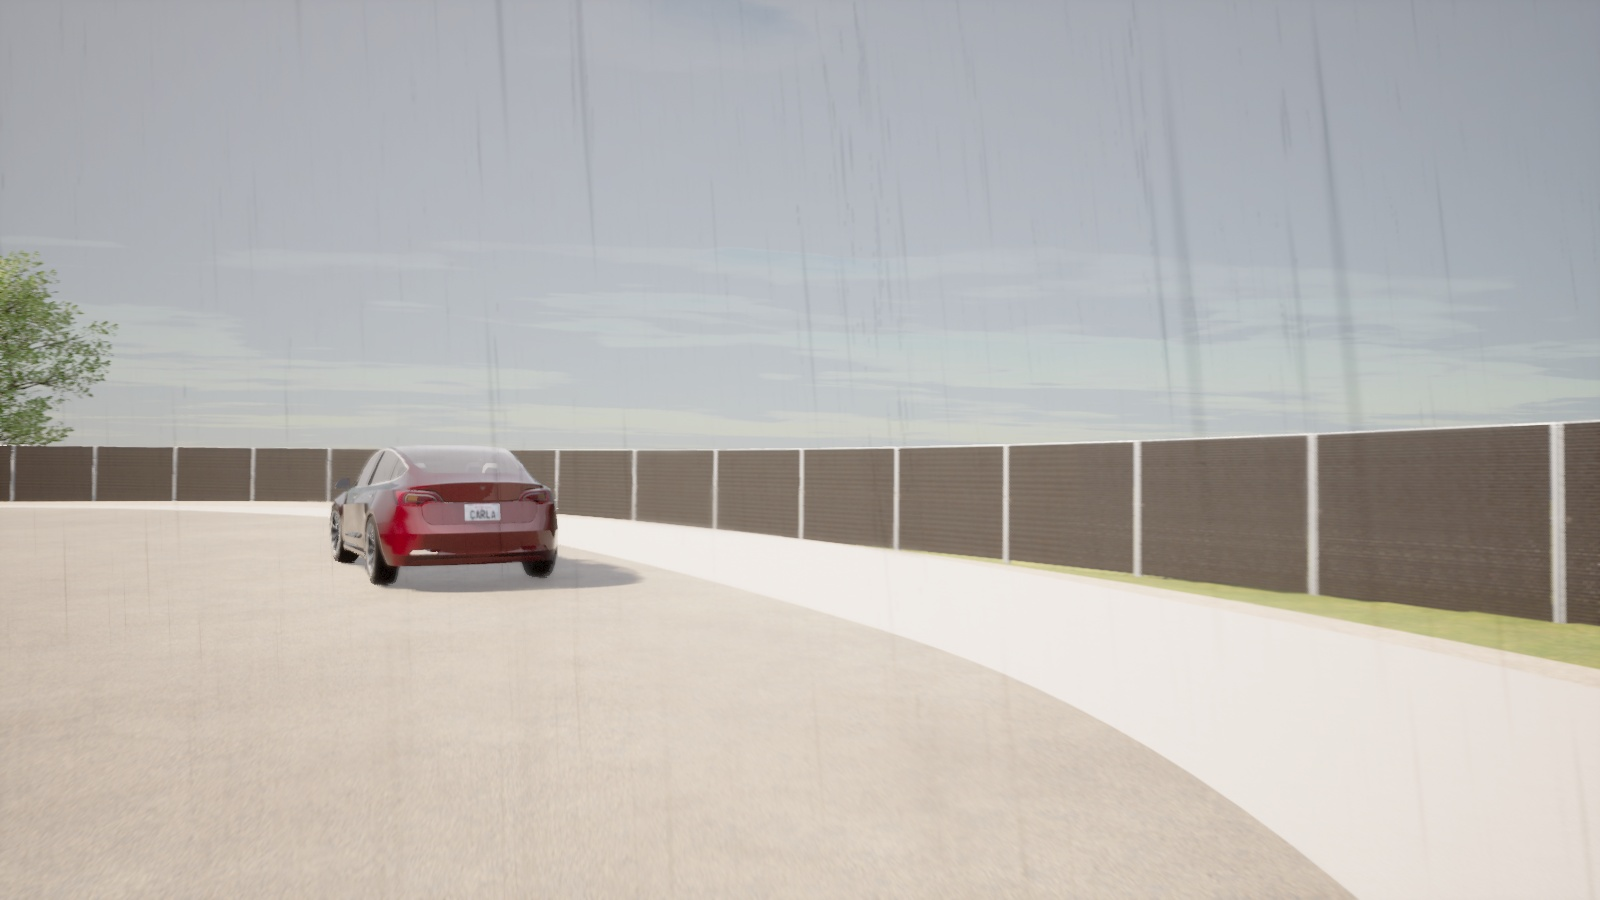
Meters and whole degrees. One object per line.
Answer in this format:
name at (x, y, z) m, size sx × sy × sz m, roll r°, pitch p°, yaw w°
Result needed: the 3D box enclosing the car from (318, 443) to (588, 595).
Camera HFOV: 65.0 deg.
car at (-4.298, 0.678, 14.921) m, size 2.163 × 1.488 × 4.792 m, roll 0°, pitch 0°, yaw -27°
